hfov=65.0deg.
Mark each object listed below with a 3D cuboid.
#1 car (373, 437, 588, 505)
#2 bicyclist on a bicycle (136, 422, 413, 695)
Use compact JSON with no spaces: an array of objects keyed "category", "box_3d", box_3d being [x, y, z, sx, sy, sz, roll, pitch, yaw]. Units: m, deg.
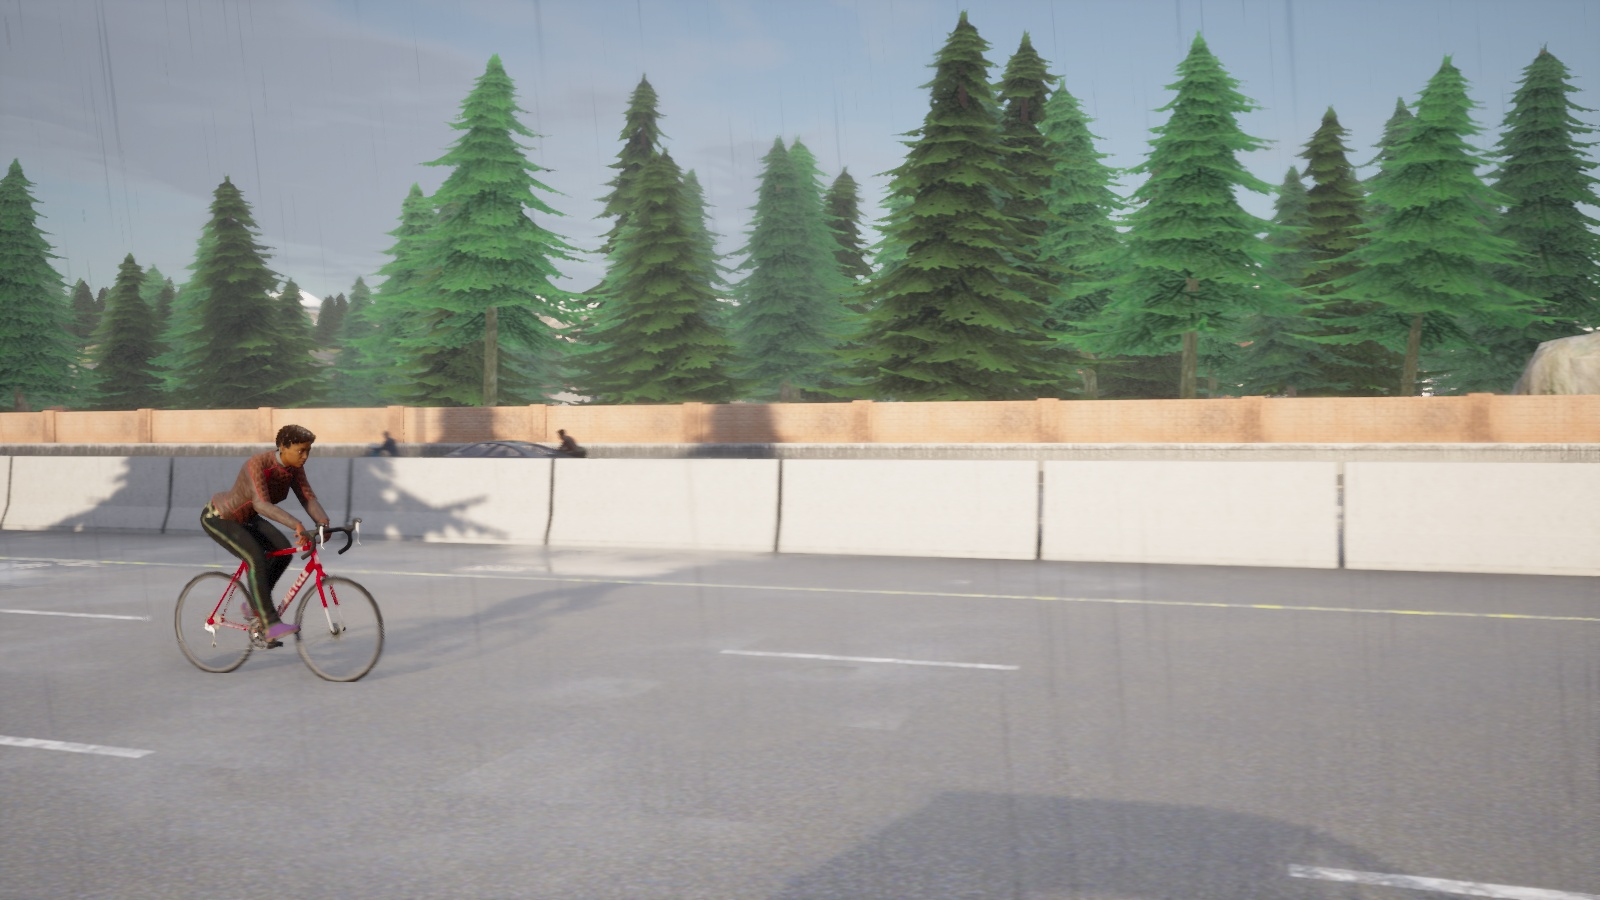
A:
[{"category":"car","box_3d":[-7.029,0.420,27.713,4.181,1.385,1.994,1,1,19]},{"category":"bicyclist on a bicycle","box_3d":[-3.353,0.638,8.013,1.656,1.620,0.582,1,1,19]}]
